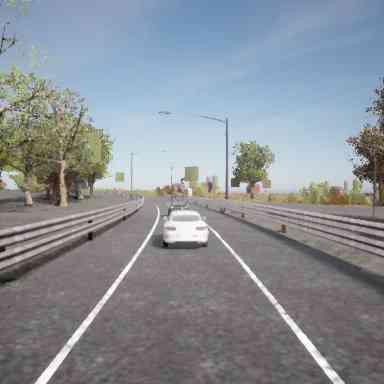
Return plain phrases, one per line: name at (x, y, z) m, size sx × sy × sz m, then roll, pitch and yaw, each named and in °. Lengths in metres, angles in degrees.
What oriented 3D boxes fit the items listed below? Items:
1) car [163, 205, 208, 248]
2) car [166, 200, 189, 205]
car at (-0.314, 1.528, 14.754) m, size 1.812 × 1.442 × 4.674 m, roll 0°, pitch 0°, yaw -2°
car at (-1.252, 1.479, 29.797) m, size 2.128 × 1.511 × 4.902 m, roll 0°, pitch 0°, yaw -5°
